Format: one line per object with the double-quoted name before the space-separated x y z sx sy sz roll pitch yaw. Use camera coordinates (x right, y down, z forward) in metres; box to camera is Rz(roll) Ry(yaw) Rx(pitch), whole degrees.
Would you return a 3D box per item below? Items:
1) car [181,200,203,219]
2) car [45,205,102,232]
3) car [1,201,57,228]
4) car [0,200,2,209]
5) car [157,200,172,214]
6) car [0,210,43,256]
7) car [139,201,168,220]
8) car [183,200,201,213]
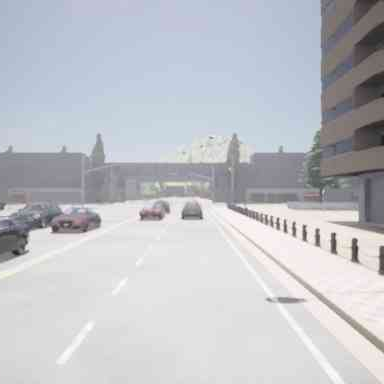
"car" 0.021 1.721 30.797 1.994 1.385 4.181 0 0 0
"car" -7.068 1.670 20.714 1.994 1.385 4.181 0 0 1
"car" -10.492 1.497 22.687 2.097 1.767 4.553 0 0 0
"car" -24.534 1.359 40.243 1.932 1.855 4.605 0 0 0
"car" -3.486 1.702 38.857 1.837 1.490 4.892 0 0 0
"car" -7.083 1.547 10.722 2.128 1.511 4.902 0 0 0
"car" -3.489 1.753 29.911 1.895 1.301 4.718 0 0 0
"car" 0.035 1.756 41.267 2.033 1.411 5.357 0 0 1
